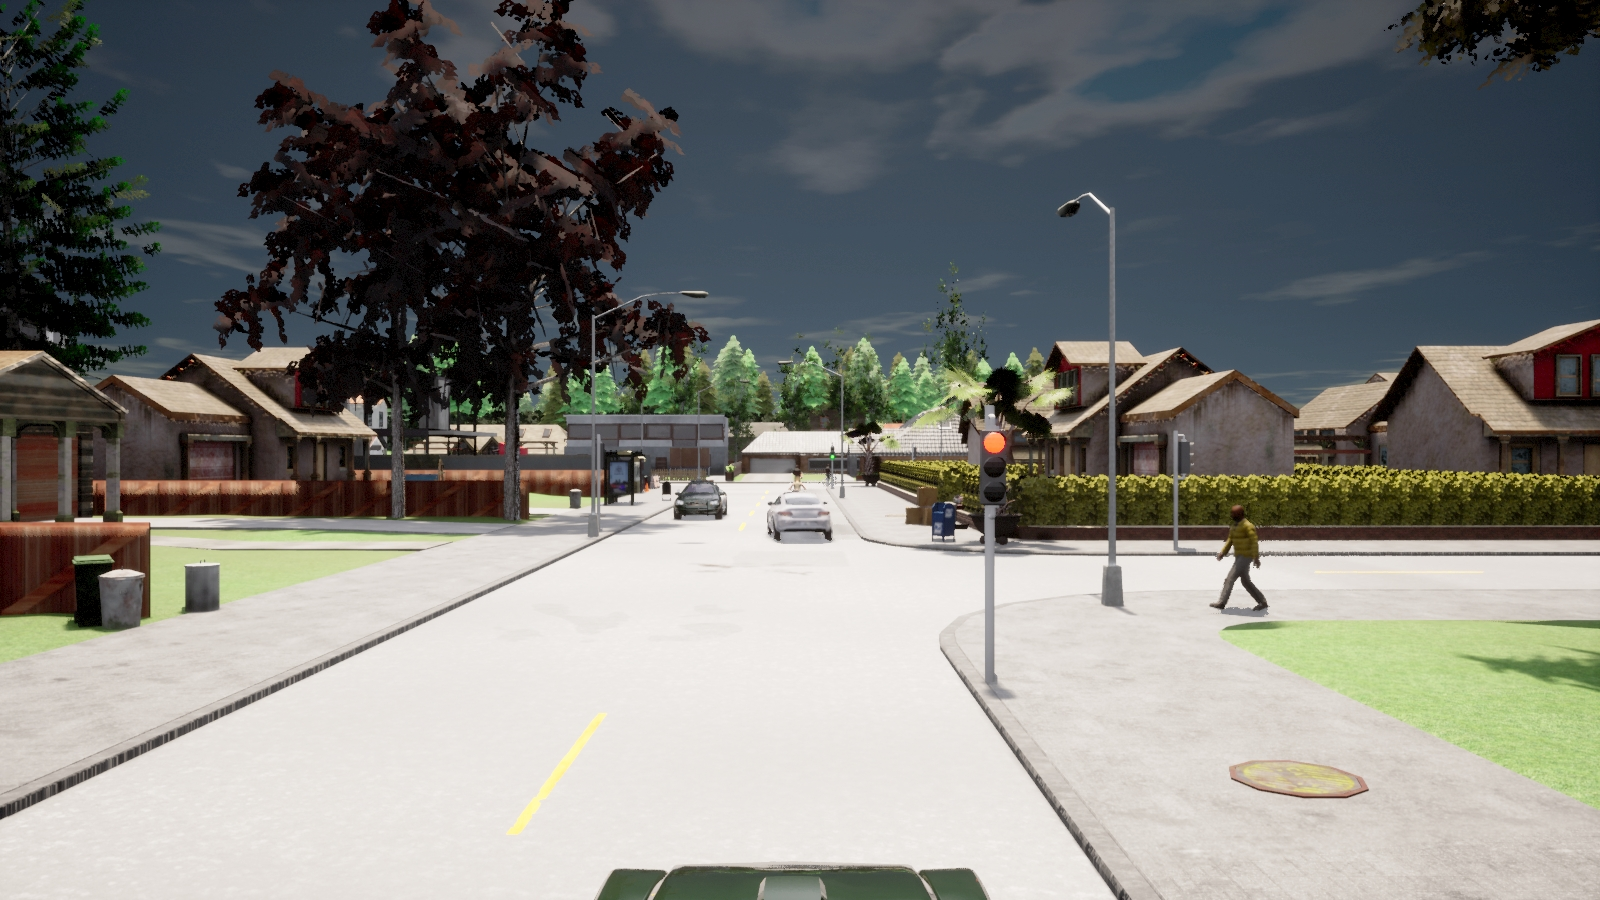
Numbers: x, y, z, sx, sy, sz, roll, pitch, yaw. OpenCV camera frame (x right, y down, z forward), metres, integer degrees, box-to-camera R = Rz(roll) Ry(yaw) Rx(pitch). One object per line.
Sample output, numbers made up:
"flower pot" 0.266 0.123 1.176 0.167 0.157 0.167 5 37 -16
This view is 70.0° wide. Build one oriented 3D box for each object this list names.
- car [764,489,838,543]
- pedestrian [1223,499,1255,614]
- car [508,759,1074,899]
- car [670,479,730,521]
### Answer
"car" -0.036 2.081 36.988 2.002 1.442 4.674 0 0 -5
"pedestrian" 7.238 1.743 18.857 0.375 1.860 0.375 0 0 -3
"car" -0.028 2.155 3.193 1.895 1.301 4.718 0 0 0
"car" -4.107 2.038 47.608 2.038 1.542 4.974 0 0 0
